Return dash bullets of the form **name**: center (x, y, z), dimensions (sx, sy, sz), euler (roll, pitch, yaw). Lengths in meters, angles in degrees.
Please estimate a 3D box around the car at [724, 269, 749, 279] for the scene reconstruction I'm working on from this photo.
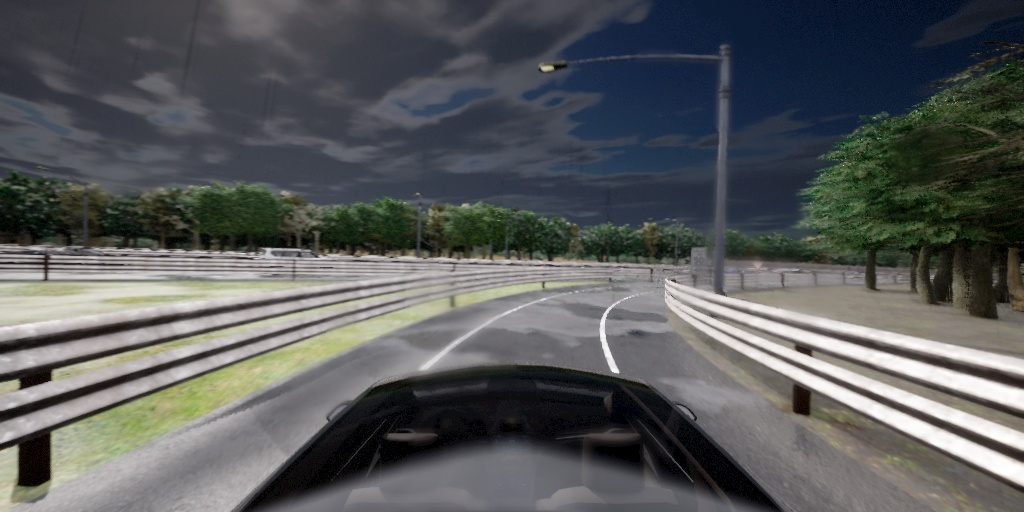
- **car**: center (32.296, 2.584, 52.075), dimensions (5.008, 1.535, 1.882), euler (2, 0, -25)

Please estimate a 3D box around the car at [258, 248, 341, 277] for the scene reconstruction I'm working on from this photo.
- **car**: center (-16.475, 0.482, 28.074), dimensions (5.566, 2.045, 2.150), euler (2, 0, -28)

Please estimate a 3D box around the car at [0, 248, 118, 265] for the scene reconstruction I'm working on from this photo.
- **car**: center (-30.922, 0.249, 24.347), dimensions (4.902, 1.511, 2.128), euler (2, 0, -28)

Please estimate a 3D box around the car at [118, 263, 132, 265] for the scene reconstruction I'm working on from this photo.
- **car**: center (-32.593, 0.205, 27.422), dimensions (4.892, 1.490, 1.837), euler (2, 0, -28)
